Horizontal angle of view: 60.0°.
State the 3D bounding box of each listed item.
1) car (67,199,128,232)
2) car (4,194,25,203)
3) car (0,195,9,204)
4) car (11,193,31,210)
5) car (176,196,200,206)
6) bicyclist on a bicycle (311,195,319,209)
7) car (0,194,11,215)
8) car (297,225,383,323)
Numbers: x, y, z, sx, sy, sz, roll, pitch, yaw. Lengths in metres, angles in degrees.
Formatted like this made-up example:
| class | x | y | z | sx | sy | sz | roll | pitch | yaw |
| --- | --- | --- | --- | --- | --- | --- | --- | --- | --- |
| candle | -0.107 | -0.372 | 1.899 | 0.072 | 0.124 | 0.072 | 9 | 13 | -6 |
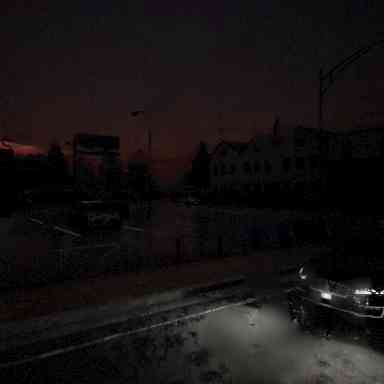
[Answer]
| class | x | y | z | sx | sy | sz | roll | pitch | yaw |
| --- | --- | --- | --- | --- | --- | --- | --- | --- | --- |
| car | -5.302 | 1.248 | 17.903 | 1.970 | 1.475 | 3.806 | 0 | 0 | -36 |
| car | -38.980 | 1.328 | 73.235 | 3.866 | 1.878 | 1.905 | 0 | 0 | -36 |
| car | -39.204 | 1.495 | 66.106 | 4.611 | 1.667 | 2.242 | 0 | 0 | -36 |
| car | -19.827 | 1.092 | 38.162 | 1.905 | 1.878 | 3.866 | 0 | 0 | -36 |
| car | -0.643 | 1.349 | 50.228 | 1.812 | 1.442 | 4.674 | 0 | 0 | -36 |
| bicyclist on a bicycle | 13.668 | 1.124 | 36.853 | 1.656 | 1.620 | 0.582 | 0 | 0 | -36 |
| car | -17.911 | 1.113 | 29.853 | 1.932 | 1.855 | 4.605 | 0 | 0 | -36 |
| car | 4.243 | 1.505 | 7.042 | 4.892 | 1.490 | 1.837 | 0 | 0 | -36 |
